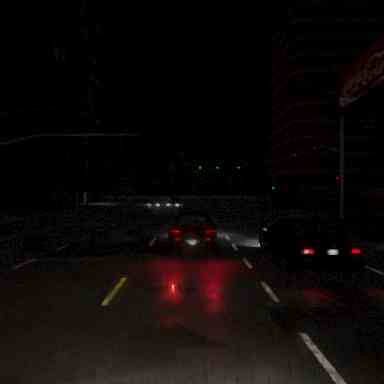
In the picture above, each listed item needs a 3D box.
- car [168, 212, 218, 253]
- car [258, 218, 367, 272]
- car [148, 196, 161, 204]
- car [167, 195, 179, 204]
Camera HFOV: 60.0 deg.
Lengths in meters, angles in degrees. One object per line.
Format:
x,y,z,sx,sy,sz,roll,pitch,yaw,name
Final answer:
0.045,1.522,13.597,1.812,1.442,4.674,0,0,1,car
3.517,1.545,10.778,2.033,1.411,5.357,0,0,0,car
-7.045,1.485,62.960,1.837,1.490,4.892,0,0,1,car
-3.545,1.336,63.018,2.097,1.767,4.553,0,0,1,car
